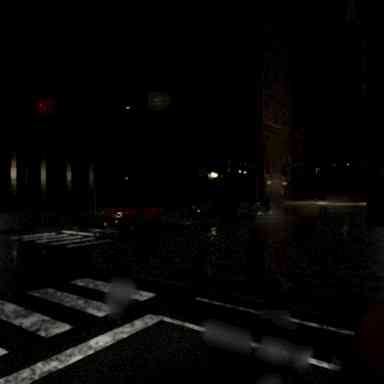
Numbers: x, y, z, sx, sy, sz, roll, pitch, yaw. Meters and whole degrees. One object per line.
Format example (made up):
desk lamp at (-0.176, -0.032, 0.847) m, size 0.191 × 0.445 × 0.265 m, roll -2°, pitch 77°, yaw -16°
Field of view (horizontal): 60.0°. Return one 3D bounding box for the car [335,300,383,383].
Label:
car at (3.502, 1.221, 1.191) m, size 5.566 × 2.045 × 2.150 m, roll 0°, pitch 0°, yaw 36°

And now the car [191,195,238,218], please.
car at (2.182, 1.258, 30.551) m, size 2.150 × 2.045 × 5.566 m, roll 0°, pitch 0°, yaw 36°

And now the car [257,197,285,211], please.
car at (9.791, 1.404, 41.129) m, size 2.097 × 1.767 × 4.553 m, roll 0°, pitch 0°, yaw 34°

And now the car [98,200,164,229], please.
car at (-3.950, 1.376, 22.000) m, size 2.097 × 1.767 × 4.553 m, roll 0°, pitch 0°, yaw 35°
